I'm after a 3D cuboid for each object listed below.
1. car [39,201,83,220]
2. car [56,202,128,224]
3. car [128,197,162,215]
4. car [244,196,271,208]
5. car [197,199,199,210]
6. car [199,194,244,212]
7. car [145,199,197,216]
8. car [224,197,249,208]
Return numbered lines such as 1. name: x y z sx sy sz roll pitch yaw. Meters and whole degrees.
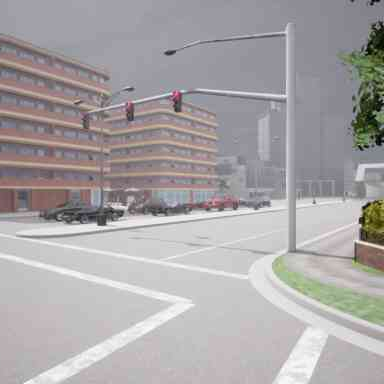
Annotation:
1. car: -9.967 1.505 27.238 1.837 1.490 4.892 0 0 36
2. car: -7.364 1.601 24.903 1.895 1.301 4.718 0 0 33
3. car: -4.562 1.352 34.649 2.097 1.767 4.553 0 0 35
4. car: 9.680 1.352 48.206 2.097 1.767 4.553 0 0 36
5. car: 0.693 1.601 41.864 1.895 1.301 4.718 0 0 36
6. car: 3.625 1.221 39.942 2.150 2.045 5.566 0 0 36
7. car: -1.952 1.599 32.299 1.895 1.301 4.718 0 0 36
8. car: 6.746 1.526 50.123 1.812 1.442 4.674 0 0 36
